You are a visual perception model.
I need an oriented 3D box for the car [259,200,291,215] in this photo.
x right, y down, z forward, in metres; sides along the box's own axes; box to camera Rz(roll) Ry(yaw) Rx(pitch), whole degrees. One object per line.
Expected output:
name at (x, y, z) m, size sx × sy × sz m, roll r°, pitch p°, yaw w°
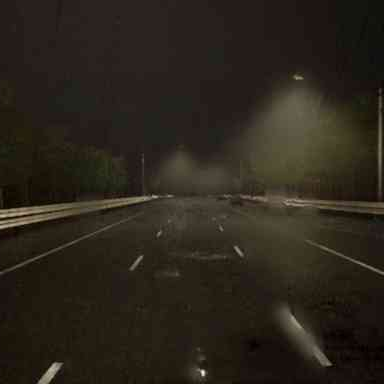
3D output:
car at (8.045, 1.508, 32.613) m, size 1.994 × 1.385 × 4.181 m, roll 0°, pitch 0°, yaw -7°

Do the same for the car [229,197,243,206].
car at (7.057, 1.434, 53.527) m, size 2.033 × 1.411 × 5.357 m, roll 0°, pitch 0°, yaw 0°

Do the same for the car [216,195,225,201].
car at (7.090, 1.441, 83.889) m, size 1.994 × 1.385 × 4.181 m, roll 0°, pitch 0°, yaw 0°
